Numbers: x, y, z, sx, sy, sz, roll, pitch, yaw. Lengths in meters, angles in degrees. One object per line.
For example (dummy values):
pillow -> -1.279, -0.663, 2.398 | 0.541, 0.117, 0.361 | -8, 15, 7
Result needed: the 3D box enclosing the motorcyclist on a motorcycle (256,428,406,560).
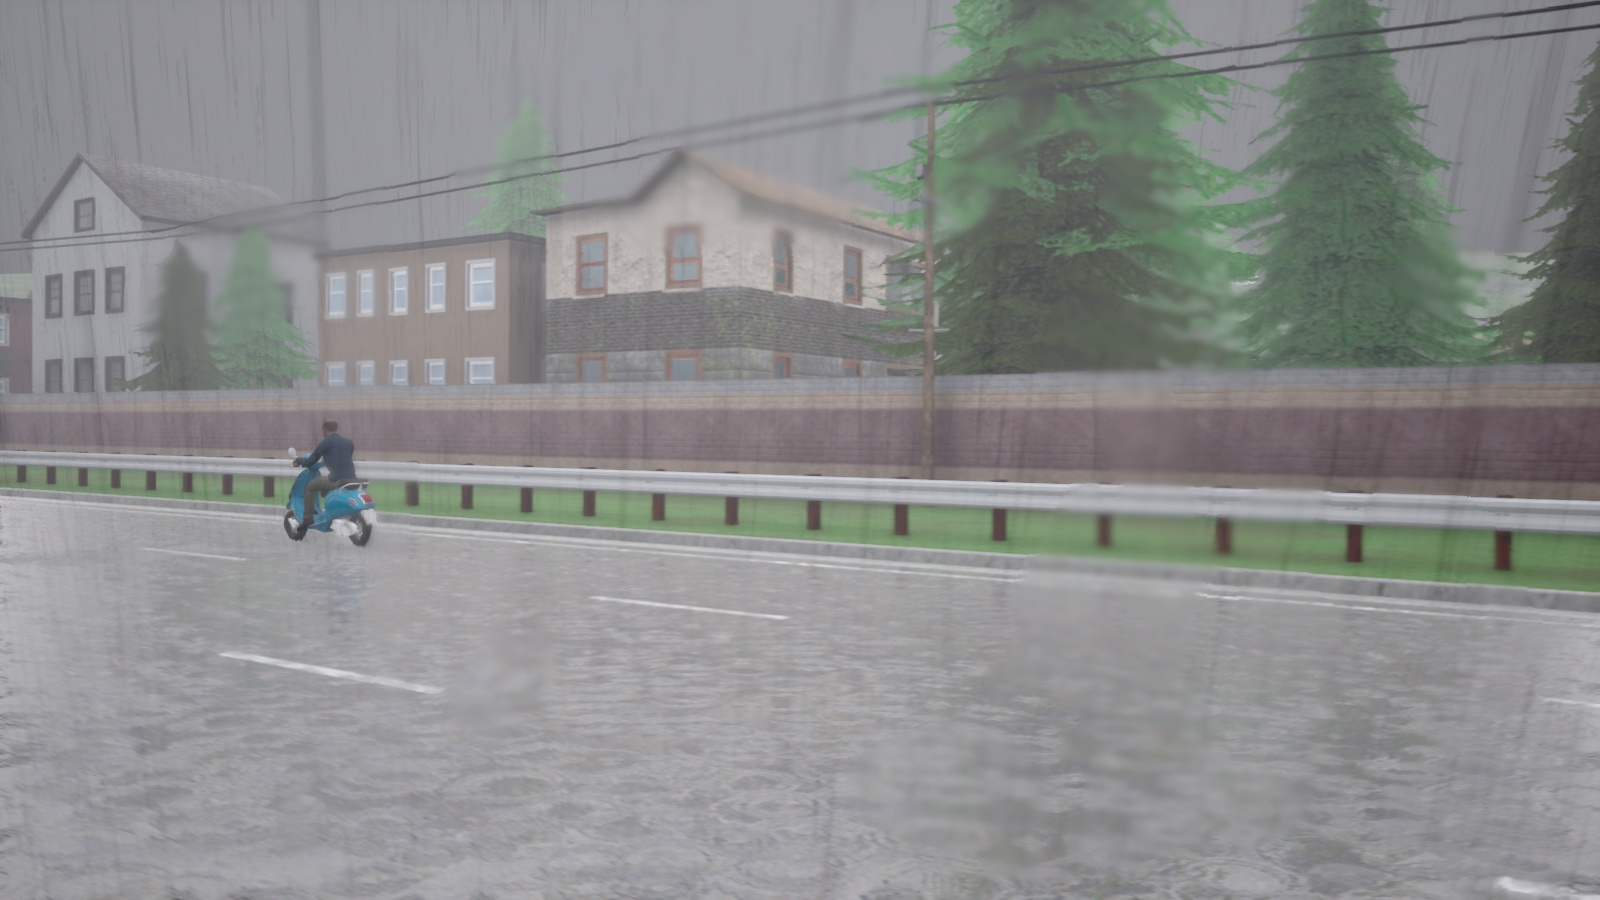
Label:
motorcyclist on a motorcycle -> -5.981, 0.521, 16.000 | 1.817, 1.590, 0.866 | 0, 1, 34
